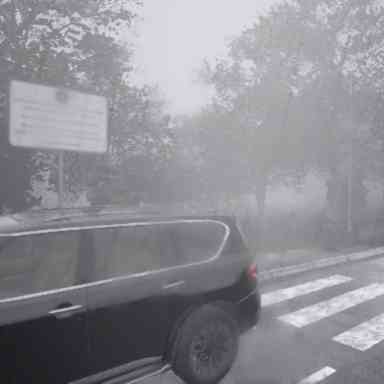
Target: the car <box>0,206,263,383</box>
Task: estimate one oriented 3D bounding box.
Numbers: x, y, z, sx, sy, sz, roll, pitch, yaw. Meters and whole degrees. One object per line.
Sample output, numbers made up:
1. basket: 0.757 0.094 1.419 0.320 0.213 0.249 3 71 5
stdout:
1. car: -1.624 1.226 3.794 5.566 2.045 2.150 0 0 -36
